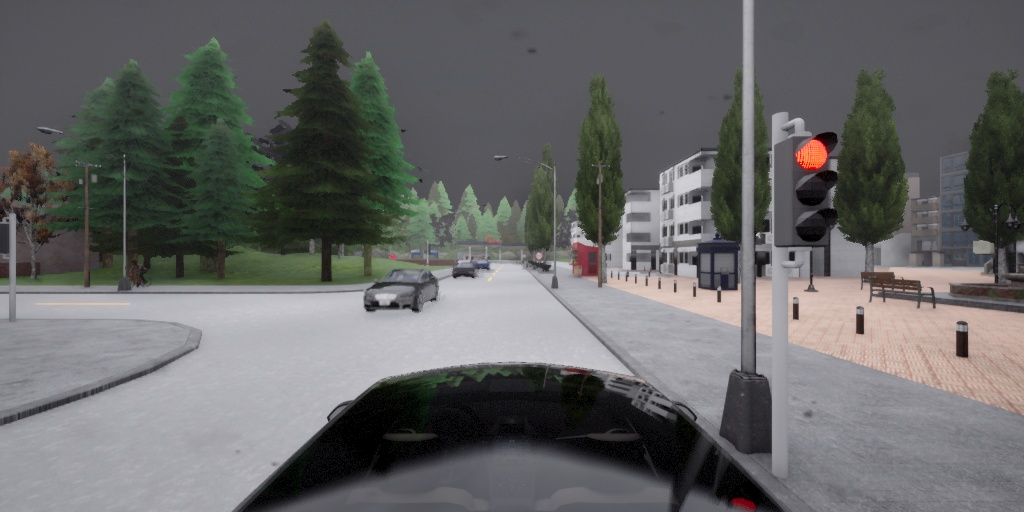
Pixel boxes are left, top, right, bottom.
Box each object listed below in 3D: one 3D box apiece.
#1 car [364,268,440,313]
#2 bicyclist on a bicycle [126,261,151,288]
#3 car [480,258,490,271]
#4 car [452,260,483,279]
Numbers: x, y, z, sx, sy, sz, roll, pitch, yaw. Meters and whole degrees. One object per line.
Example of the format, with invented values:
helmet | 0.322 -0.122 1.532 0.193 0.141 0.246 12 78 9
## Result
car | -4.095 1.241 13.994 2.128 1.511 4.902 0 0 0
bicyclist on a bicycle | -22.136 1.099 21.184 0.582 1.620 1.656 0 0 0
car | -4.062 1.227 49.554 1.882 1.535 5.008 0 0 0
car | -4.090 1.297 32.268 2.033 1.411 5.357 0 0 0
